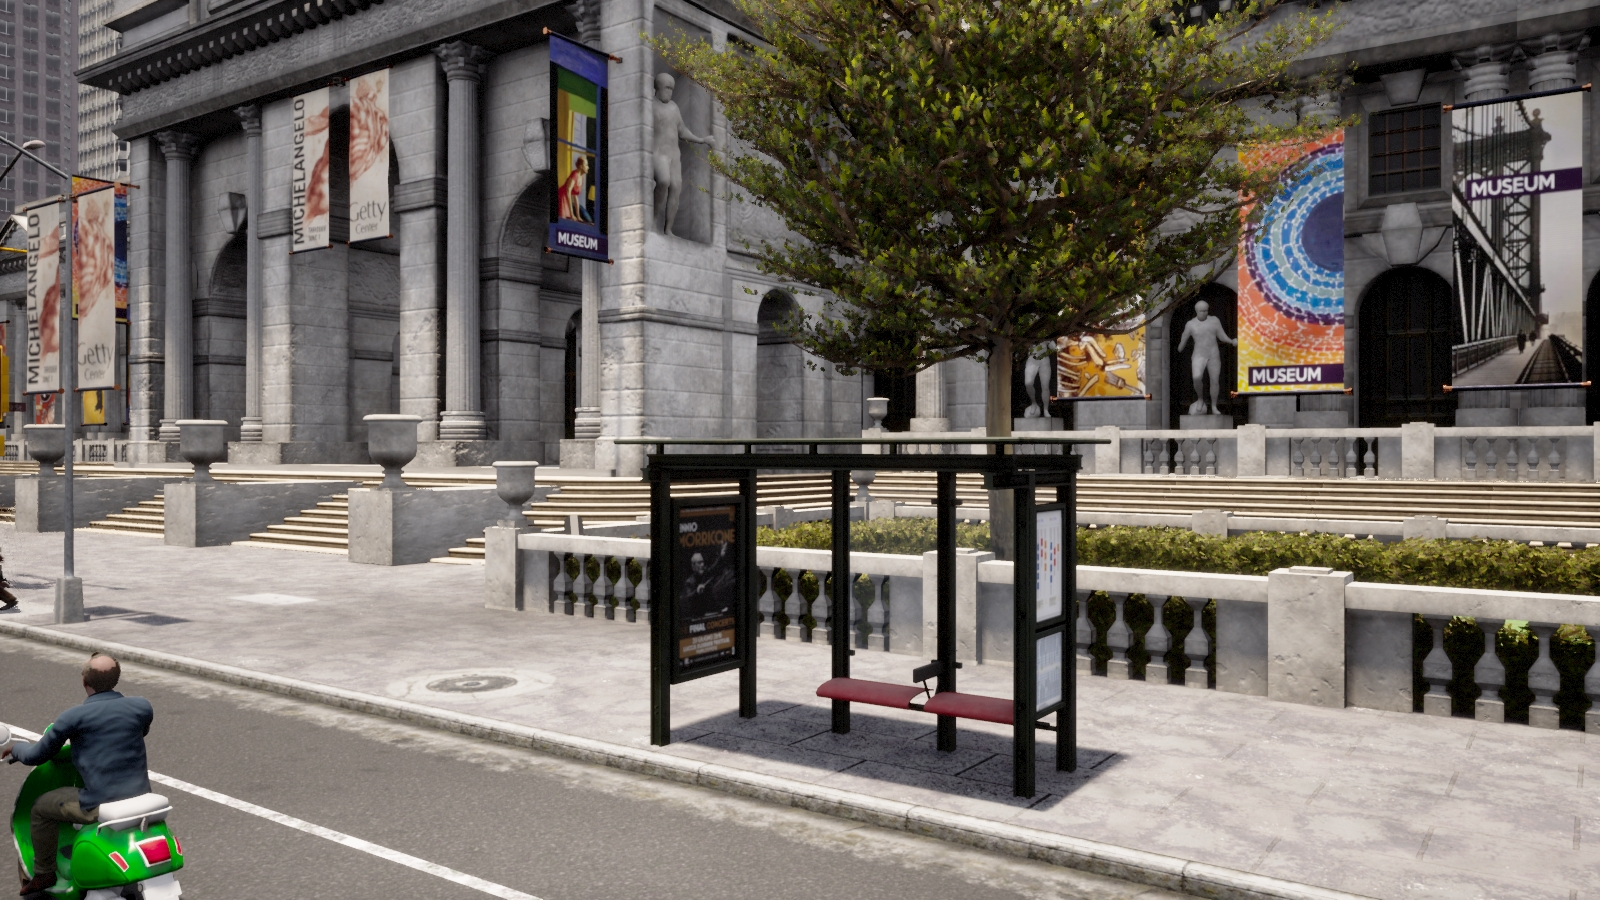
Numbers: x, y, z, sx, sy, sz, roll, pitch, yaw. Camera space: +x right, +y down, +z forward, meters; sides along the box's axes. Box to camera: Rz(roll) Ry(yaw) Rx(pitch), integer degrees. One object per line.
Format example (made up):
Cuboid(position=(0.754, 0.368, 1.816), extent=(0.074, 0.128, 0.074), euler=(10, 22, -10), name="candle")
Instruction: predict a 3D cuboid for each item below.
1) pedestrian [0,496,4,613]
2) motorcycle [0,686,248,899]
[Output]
Cuboid(position=(-13.059, 1.687, 18.390), extent=(0.375, 1.860, 0.375), euler=(0, 0, -31), name="pedestrian")
Cuboid(position=(-4.138, 2.179, 6.693), extent=(1.805, 1.236, 0.856), euler=(0, 0, 35), name="motorcycle")
